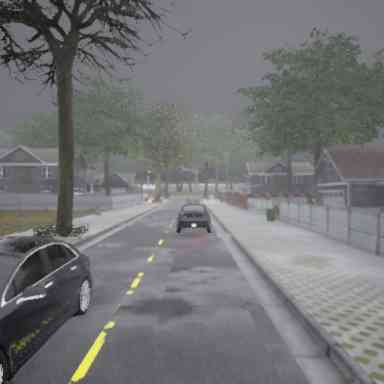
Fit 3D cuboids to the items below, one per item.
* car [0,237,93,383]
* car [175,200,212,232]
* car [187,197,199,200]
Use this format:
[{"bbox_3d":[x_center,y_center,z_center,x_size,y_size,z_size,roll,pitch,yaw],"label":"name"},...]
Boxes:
[{"bbox_3d":[-2.840,1.490,4.638,1.837,1.490,4.892,0,0,0],"label":"car"},{"bbox_3d":[0.100,1.428,19.415,1.837,1.490,4.892,0,0,0],"label":"car"},{"bbox_3d":[0.110,1.348,41.604,2.033,1.411,5.357,0,0,0],"label":"car"}]
